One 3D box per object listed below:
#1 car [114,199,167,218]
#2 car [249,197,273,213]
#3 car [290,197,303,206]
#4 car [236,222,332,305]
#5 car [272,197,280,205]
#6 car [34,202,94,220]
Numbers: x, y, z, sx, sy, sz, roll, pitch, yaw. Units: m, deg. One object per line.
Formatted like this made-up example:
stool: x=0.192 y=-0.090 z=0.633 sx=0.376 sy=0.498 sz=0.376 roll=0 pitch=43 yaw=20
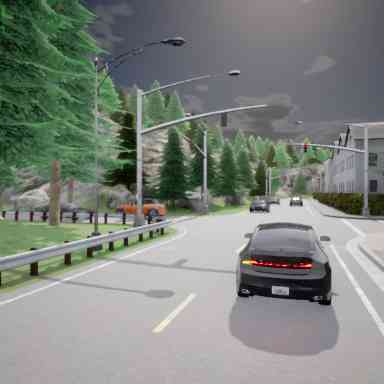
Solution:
car: x=-4.573 y=1.368 z=29.487 sx=4.553 sy=1.767 sz=2.097 roll=0 pitch=0 yaw=17
car: x=7.503 y=1.564 z=36.665 sx=1.994 sy=1.385 sz=4.181 roll=0 pitch=0 yaw=18
car: x=17.395 y=1.564 z=55.463 sx=1.994 sy=1.385 sz=4.181 roll=0 pitch=0 yaw=18
car: x=2.299 y=1.505 z=8.222 sx=1.837 sy=1.490 sz=4.892 roll=0 pitch=0 yaw=18
car: x=13.939 y=1.564 z=56.682 sx=1.994 sy=1.385 sz=4.181 roll=0 pitch=0 yaw=18
car: x=-10.619 y=1.563 z=27.707 sx=5.357 sy=1.411 sz=2.033 roll=0 pitch=0 yaw=19
